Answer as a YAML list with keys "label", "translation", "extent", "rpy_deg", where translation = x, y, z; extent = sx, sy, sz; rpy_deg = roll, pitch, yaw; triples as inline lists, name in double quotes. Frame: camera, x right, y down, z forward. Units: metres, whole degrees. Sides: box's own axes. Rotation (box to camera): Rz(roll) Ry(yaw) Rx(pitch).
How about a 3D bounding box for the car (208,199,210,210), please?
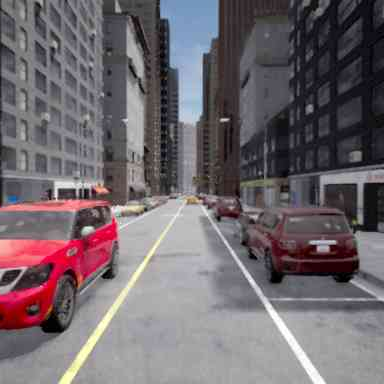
- label: "car"
  translation: [2.855, 1.569, 32.199]
  extent: [1.802, 1.307, 4.206]
  rpy_deg: [-1, 0, 0]

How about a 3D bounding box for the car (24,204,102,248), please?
- label: "car"
  translation: [-5.676, 1.432, 15.247]
  extent: [1.967, 1.590, 4.097]
  rpy_deg: [-1, 0, 0]

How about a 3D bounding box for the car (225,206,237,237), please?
- label: "car"
  translation: [2.851, 1.545, 15.250]
  extent: [2.008, 1.369, 4.403]
  rpy_deg: [-1, 0, 0]

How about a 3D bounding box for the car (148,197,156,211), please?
- label: "car"
  translation: [-5.670, 1.549, 37.844]
  extent: [1.947, 1.339, 4.313]
  rpy_deg: [-1, 0, 0]

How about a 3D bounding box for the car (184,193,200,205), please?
- label: "car"
  translation: [0.010, 1.461, 58.201]
  extent: [1.882, 1.535, 5.008]
  rpy_deg: [0, 0, 0]

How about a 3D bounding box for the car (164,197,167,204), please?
- label: "car"
  translation: [-5.667, 1.564, 54.790]
  extent: [1.802, 1.307, 4.206]
  rpy_deg: [-1, 0, 0]

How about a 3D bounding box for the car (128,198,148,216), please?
- label: "car"
  translation: [-5.672, 1.510, 32.024]
  extent: [1.752, 1.417, 4.829]
  rpy_deg: [-1, 0, 0]

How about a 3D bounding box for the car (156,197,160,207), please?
- label: "car"
  translation: [-5.670, 1.508, 43.322]
  extent: [1.752, 1.417, 4.829]
  rpy_deg: [-1, 0, 0]

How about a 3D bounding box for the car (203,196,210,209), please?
- label: "car"
  translation: [2.856, 1.529, 43.498]
  extent: [1.887, 1.381, 4.507]
  rpy_deg: [-1, 0, 0]

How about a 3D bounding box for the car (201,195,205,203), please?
- label: "car"
  translation: [2.858, 1.565, 54.797]
  extent: [1.802, 1.307, 4.206]
  rpy_deg: [-1, 0, 0]

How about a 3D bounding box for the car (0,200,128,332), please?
- label: "car"
  translation: [-3.080, 1.218, 7.178]
  extent: [2.150, 2.045, 5.566]
  rpy_deg: [0, 0, 1]

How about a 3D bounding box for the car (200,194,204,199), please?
- label: "car"
  translation: [2.859, 1.550, 60.446]
  extent: [1.947, 1.339, 4.313]
  rpy_deg: [-1, 0, 0]

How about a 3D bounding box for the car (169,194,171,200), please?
- label: "car"
  translation: [-5.665, 1.565, 66.089]
  extent: [1.802, 1.307, 4.206]
  rpy_deg: [-1, 0, 0]

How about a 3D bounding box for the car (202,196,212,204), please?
- label: "car"
  translation: [2.860, 1.567, 66.096]
  extent: [1.802, 1.307, 4.206]
  rpy_deg: [-1, 0, 0]

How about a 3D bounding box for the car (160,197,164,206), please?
- label: "car"
  translation: [-5.670, 1.422, 49.141]
  extent: [1.967, 1.590, 4.097]
  rpy_deg: [-1, 0, 0]

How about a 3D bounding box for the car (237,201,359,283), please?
- label: "car"
  translation: [2.847, 1.311, 9.600]
  extent: [2.192, 1.841, 5.009]
  rpy_deg: [-1, 0, 0]

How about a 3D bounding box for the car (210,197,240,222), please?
- label: "car"
  translation: [2.850, 1.304, 26.552]
  extent: [2.192, 1.841, 5.009]
  rpy_deg: [-1, 0, 0]

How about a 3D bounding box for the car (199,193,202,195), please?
- label: "car"
  translation: [2.865, 1.540, 93.079]
  extent: [1.887, 1.381, 4.507]
  rpy_deg: [-1, 0, 0]
